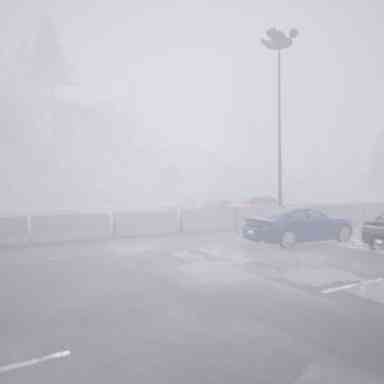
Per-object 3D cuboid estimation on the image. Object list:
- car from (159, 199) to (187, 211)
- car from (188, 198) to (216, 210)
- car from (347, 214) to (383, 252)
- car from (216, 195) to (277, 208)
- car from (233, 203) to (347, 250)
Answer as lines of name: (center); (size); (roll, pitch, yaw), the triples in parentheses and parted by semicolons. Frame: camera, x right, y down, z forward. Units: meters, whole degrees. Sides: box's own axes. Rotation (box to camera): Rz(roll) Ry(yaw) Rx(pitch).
car: (-1.021, 1.361, 34.648); (4.718, 1.301, 1.895); (-1, 0, -25)
car: (2.395, 1.375, 28.525); (4.718, 1.301, 1.895); (-1, 0, -25)
car: (8.128, 1.335, 11.654); (4.902, 1.511, 2.128); (-1, 0, -26)
car: (4.575, 1.127, 25.640); (4.553, 1.767, 2.097); (-1, 0, -24)
car: (4.411, 1.340, 13.727); (5.008, 1.535, 1.882); (-1, 0, -27)
